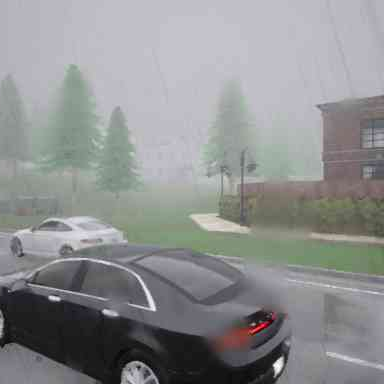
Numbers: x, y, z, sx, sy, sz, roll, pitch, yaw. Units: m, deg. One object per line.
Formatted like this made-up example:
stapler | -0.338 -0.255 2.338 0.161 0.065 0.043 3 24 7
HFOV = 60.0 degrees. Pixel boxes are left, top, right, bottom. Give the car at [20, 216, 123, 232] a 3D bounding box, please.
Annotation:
car | -4.141 1.526 11.068 4.674 1.442 1.812 0 0 35

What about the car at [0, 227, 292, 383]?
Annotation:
car | -1.120 1.503 4.710 4.892 1.490 1.837 -1 0 35
